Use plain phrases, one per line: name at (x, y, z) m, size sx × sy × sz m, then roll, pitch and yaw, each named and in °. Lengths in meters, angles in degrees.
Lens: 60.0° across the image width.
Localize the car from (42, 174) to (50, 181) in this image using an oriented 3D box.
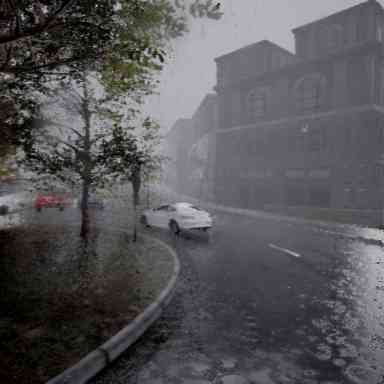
car at (-32.924, -2.556, 68.958) m, size 5.008 × 1.535 × 2.097 m, roll -3°, pitch 6°, yaw -32°

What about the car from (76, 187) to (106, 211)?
car at (-9.546, 0.715, 31.326) m, size 2.097 × 1.767 × 4.553 m, roll -1°, pitch 3°, yaw -18°

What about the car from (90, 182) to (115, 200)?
car at (-11.250, -0.057, 41.380) m, size 2.097 × 1.767 × 4.553 m, roll 0°, pitch 5°, yaw -6°

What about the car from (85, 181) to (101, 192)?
car at (-15.952, -0.975, 53.588) m, size 1.812 × 1.442 × 4.674 m, roll 0°, pitch 5°, yaw -9°

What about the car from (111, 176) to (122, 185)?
car at (-15.591, -2.395, 68.560) m, size 2.097 × 1.767 × 4.553 m, roll 0°, pitch 5°, yaw -12°

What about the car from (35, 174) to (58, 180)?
car at (-36.413, -3.788, 83.259) m, size 4.892 × 1.521 × 2.231 m, roll -3°, pitch 6°, yaw -34°

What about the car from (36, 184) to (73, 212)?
car at (-12.632, 0.605, 30.421) m, size 2.150 × 2.045 × 5.566 m, roll 0°, pitch 3°, yaw -13°

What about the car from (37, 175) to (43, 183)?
car at (-31.714, -2.052, 63.197) m, size 4.892 × 1.521 × 2.231 m, roll -3°, pitch 6°, yaw -31°

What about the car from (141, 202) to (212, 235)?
car at (-0.900, 1.251, 16.993) m, size 1.812 × 1.442 × 4.674 m, roll 0°, pitch 1°, yaw -36°

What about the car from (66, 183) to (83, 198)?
car at (-14.174, -0.148, 40.570) m, size 2.150 × 2.045 × 5.566 m, roll 0°, pitch 5°, yaw -6°

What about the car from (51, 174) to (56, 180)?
car at (-34.936, -3.299, 77.552) m, size 4.892 × 1.521 × 2.231 m, roll -3°, pitch 6°, yaw -33°

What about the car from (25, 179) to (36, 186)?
car at (-31.185, -1.768, 60.292) m, size 4.792 × 1.488 × 2.163 m, roll -3°, pitch 6°, yaw -30°

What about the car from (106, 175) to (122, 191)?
car at (-12.695, -1.108, 52.076) m, size 2.150 × 2.045 × 5.566 m, roll 0°, pitch 5°, yaw -8°
